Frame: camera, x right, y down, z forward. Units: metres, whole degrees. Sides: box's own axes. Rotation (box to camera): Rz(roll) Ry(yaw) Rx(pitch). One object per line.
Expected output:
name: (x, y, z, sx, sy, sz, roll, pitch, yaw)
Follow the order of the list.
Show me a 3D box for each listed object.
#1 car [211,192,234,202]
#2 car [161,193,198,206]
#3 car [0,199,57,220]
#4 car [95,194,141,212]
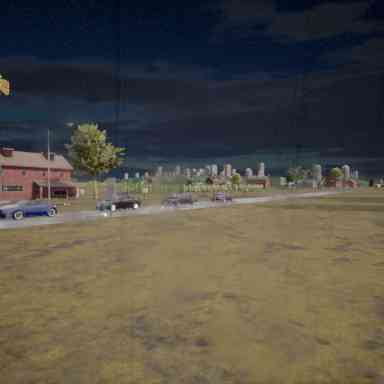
car: (4.446, 0.682, 48.187, 1.994, 1.385, 4.181, 1, 2, 36)
car: (-1.374, 0.871, 40.191, 2.033, 1.411, 5.357, 1, 2, 36)
car: (-12.369, 1.267, 25.014, 1.994, 1.385, 4.181, 1, 2, 34)
car: (-7.093, 1.028, 32.298, 1.837, 1.490, 4.892, 1, 2, 36)
